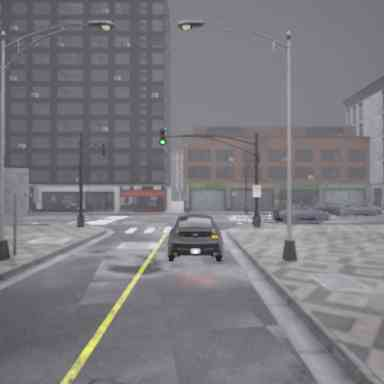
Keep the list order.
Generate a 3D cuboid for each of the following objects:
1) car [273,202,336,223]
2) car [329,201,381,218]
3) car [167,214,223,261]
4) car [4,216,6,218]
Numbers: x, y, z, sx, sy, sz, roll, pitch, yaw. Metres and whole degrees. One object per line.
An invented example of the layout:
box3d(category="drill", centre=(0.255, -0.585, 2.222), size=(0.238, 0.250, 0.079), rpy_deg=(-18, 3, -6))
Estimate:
box3d(category="car", centre=(8.417, 1.688, 25.715), size=(4.181, 1.385, 1.994), rpy_deg=(0, -1, -6))
box3d(category="car", centre=(16.082, 1.776, 32.470), size=(4.181, 1.385, 1.994), rpy_deg=(0, -1, 0))
box3d(category="car", centre=(0.110, 1.598, 12.690), size=(1.837, 1.490, 4.892), rpy_deg=(0, 0, 0))
box3d(category="car", centre=(-18.977, 1.450, 29.003), size=(5.566, 2.045, 2.150), rpy_deg=(0, -1, 0))
